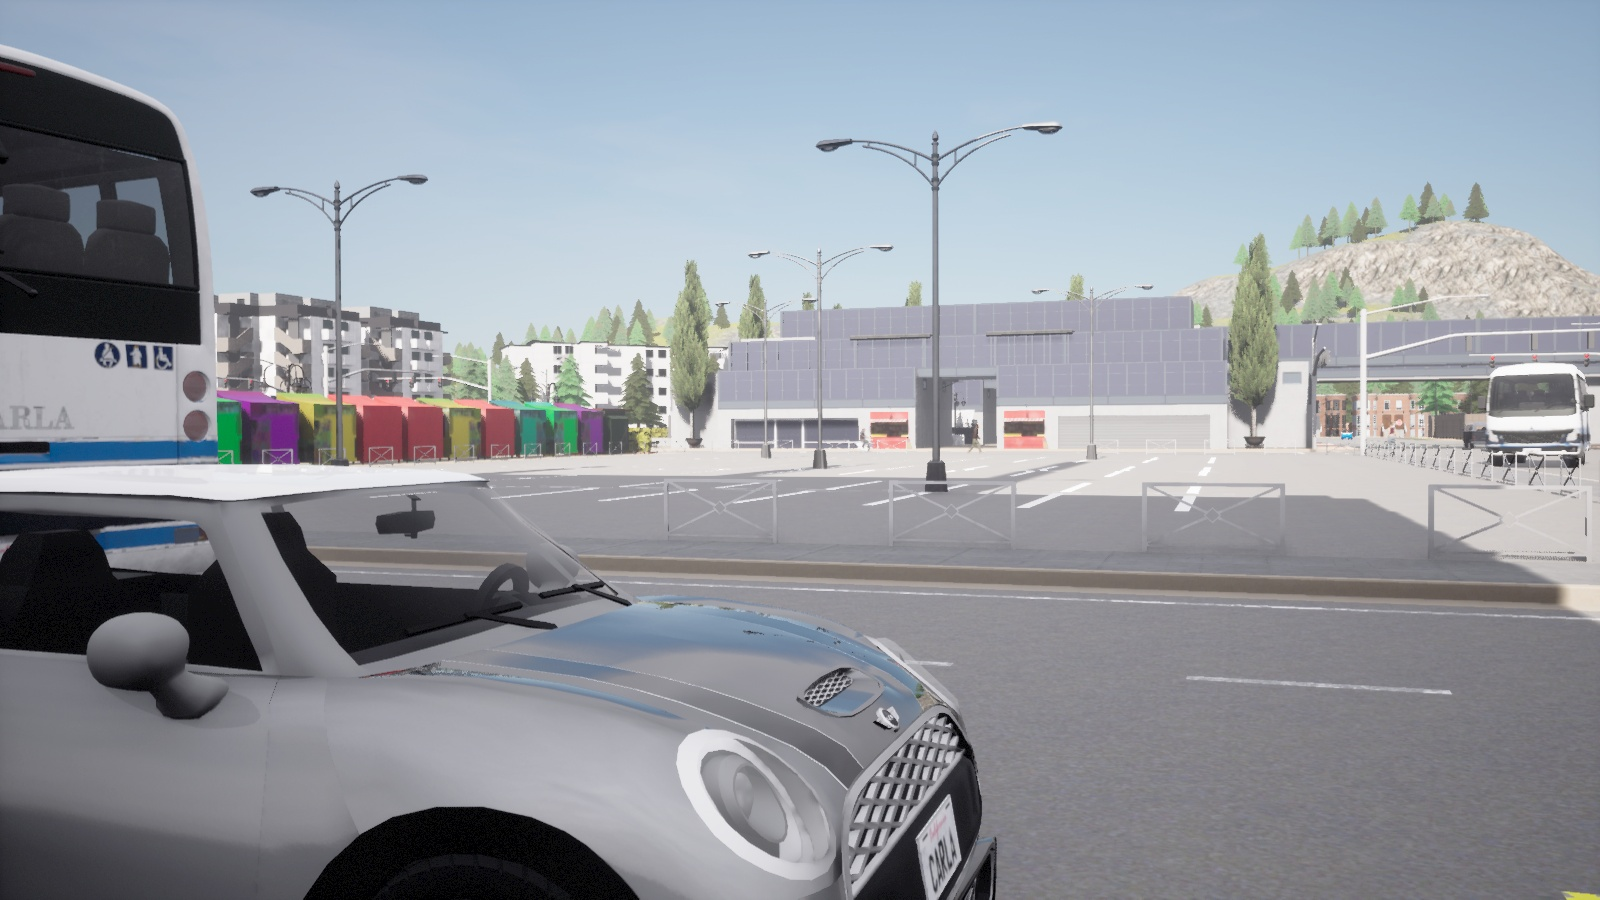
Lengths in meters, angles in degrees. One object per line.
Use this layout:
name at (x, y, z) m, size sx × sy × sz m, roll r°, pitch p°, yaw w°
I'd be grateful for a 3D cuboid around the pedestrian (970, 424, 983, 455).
pedestrian at (10.664, -0.624, 75.720) m, size 0.703 × 1.840 × 0.431 m, roll 1°, pitch 1°, yaw 21°

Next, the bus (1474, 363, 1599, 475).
bus at (31.263, -1.232, 52.981) m, size 3.944 × 4.253 × 10.273 m, roll 0°, pitch 0°, yaw 34°

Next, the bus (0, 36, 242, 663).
bus at (-10.053, -0.752, 10.770) m, size 10.273 × 4.253 × 3.944 m, roll 1°, pitch 1°, yaw 26°

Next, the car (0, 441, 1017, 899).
car at (-1.428, 0.730, 3.672) m, size 3.806 × 1.475 × 1.970 m, roll 0°, pitch 1°, yaw 18°

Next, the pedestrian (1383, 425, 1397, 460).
pedestrian at (31.237, -0.414, 66.452) m, size 0.345 × 1.836 × 0.594 m, roll 0°, pitch 1°, yaw -14°
